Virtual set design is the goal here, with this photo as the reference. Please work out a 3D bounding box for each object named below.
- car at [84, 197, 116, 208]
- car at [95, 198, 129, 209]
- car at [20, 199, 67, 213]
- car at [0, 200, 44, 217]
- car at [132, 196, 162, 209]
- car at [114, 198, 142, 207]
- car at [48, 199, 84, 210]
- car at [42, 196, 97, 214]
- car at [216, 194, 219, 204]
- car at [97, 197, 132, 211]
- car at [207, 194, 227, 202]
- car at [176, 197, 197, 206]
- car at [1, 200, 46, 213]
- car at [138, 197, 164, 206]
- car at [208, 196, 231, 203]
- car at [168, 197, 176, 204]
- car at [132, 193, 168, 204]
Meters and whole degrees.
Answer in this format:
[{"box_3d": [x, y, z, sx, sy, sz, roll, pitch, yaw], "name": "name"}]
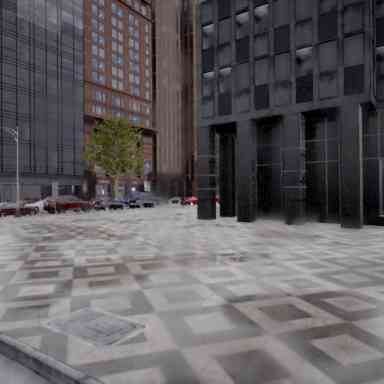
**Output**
[{"box_3d": [-13.413, 1.485, 48.583, 1.967, 1.590, 4.097, -1, 0, 35], "name": "car"}, {"box_3d": [-11.196, 1.538, 46.932, 1.812, 1.442, 4.674, -1, 0, 35], "name": "car"}, {"box_3d": [-17.051, 1.568, 38.465, 1.812, 1.442, 4.674, -1, 0, 34], "name": "car"}, {"box_3d": [-16.013, 1.577, 29.816, 1.802, 1.307, 4.206, -1, 0, 35], "name": "car"}, {"box_3d": [-6.400, 1.510, 43.734, 1.947, 1.339, 4.313, -1, 0, 35], "name": "car"}, {"box_3d": [-10.206, 1.614, 53.223, 1.802, 1.307, 4.206, -1, 0, 35], "name": "car"}, {"box_3d": [-16.616, 1.643, 43.943, 1.802, 1.307, 4.206, -1, 0, 35], "name": "car"}, {"box_3d": [-12.811, 1.291, 34.457, 2.192, 1.841, 5.009, -1, 0, 35], "name": "car"}, {"box_3d": [3.211, 1.223, 57.655, 2.192, 1.841, 5.009, -1, 0, 35], "name": "car"}, {"box_3d": [-9.604, 1.525, 39.095, 1.947, 1.339, 4.313, -1, 0, 35], "name": "car"}, {"box_3d": [5.816, 1.297, 76.426, 2.192, 1.841, 5.009, -1, 0, 35], "name": "car"}, {"box_3d": [0.008, 1.463, 53.014, 1.887, 1.381, 4.507, -1, 0, 35], "name": "car"}, {"box_3d": [-19.821, 1.643, 39.303, 1.947, 1.339, 4.313, -1, 0, 35], "name": "car"}, {"box_3d": [-7.099, 1.546, 57.723, 1.752, 1.417, 4.829, -1, 0, 35], "name": "car"}, {"box_3d": [5.525, 1.473, 65.521, 2.033, 1.411, 5.357, -1, 0, 35], "name": "car"}, {"box_3d": [-3.797, 1.575, 62.504, 1.947, 1.339, 4.313, -1, 0, 35], "name": "car"}, {"box_3d": [-6.481, 1.187, 48.147, 2.150, 2.045, 5.566, -1, 0, 35], "name": "car"}]
